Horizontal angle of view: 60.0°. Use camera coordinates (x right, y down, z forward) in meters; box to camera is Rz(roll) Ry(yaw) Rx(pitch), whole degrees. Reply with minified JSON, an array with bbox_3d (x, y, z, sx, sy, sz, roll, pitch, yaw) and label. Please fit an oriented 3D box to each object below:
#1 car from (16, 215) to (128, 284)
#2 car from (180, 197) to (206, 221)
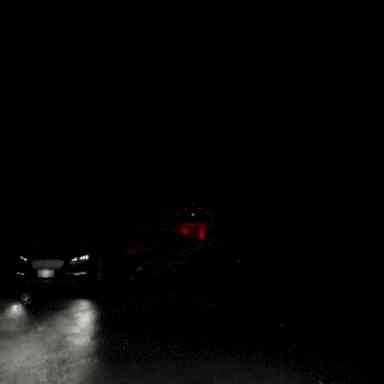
[{"bbox_3d":[-3.105,1.459,9.520,2.128,1.511,4.902,0,0,0],"label":"car"},{"bbox_3d":[0.087,1.398,26.281,2.128,1.511,4.902,0,0,0],"label":"car"}]
